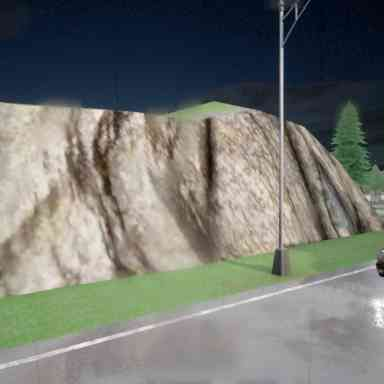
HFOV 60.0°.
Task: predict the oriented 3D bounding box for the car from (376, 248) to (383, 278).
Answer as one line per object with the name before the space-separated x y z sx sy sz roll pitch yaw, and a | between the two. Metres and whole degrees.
car | 6.795 1.525 8.880 4.674 1.442 1.812 0 0 -36
